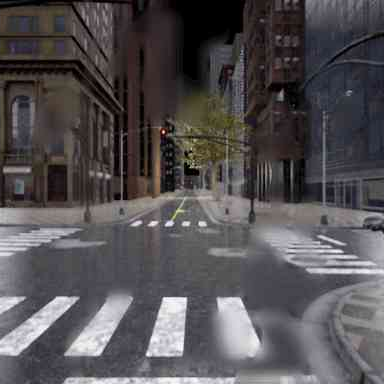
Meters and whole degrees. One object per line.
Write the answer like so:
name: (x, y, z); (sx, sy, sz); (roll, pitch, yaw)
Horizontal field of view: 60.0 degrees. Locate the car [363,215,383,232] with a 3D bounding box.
car: (11.901, 1.615, 18.575); (4.403, 1.369, 2.008); (0, 0, 0)
